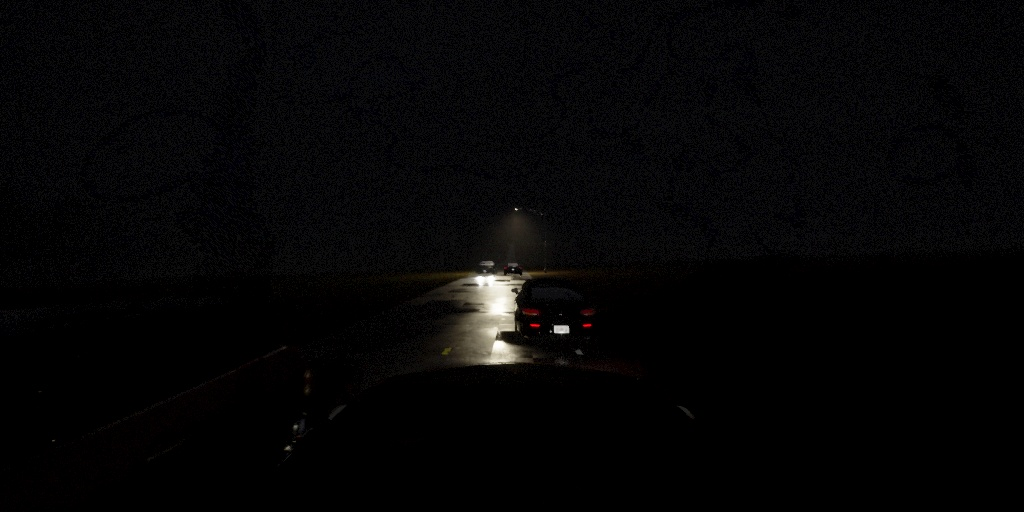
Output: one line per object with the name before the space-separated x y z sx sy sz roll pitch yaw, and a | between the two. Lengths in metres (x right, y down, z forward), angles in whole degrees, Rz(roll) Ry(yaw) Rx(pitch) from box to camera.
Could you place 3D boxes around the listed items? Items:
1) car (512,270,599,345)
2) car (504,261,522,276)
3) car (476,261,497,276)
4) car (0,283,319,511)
car | 0.973 1.272 9.327 1.812 1.442 4.674 0 0 0
car | 0.121 1.374 38.934 1.994 1.385 4.181 0 0 1
car | -2.705 1.299 38.488 2.128 1.511 4.902 0 0 0
car | -2.849 1.102 1.417 2.097 1.767 4.553 0 0 0
